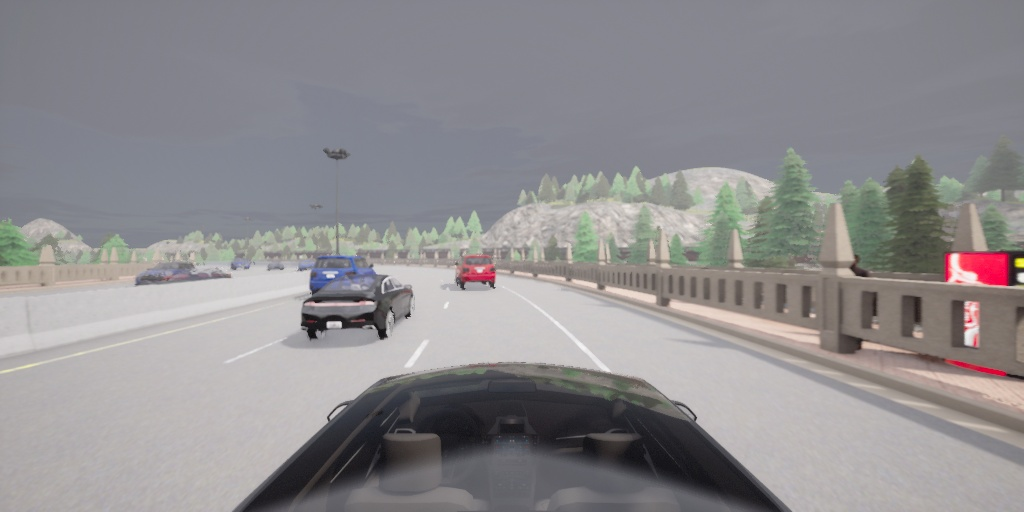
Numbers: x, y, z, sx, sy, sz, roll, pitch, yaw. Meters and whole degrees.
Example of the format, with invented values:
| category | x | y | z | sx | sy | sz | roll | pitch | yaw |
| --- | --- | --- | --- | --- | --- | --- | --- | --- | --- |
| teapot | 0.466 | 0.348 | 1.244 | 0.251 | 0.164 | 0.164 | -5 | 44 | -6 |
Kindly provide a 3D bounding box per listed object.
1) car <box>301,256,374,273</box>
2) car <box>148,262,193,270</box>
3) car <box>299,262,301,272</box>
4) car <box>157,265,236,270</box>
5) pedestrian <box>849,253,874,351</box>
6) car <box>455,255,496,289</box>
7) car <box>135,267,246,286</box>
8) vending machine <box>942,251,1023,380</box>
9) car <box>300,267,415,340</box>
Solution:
| category | x | y | z | sx | sy | sz | roll | pitch | yaw |
| --- | --- | --- | --- | --- | --- | --- | --- | --- | --- |
| car | -8.677 | 1.002 | 18.805 | 2.150 | 2.045 | 5.566 | 0 | 0 | -10 |
| car | -25.252 | 1.244 | 26.502 | 2.097 | 1.767 | 4.553 | 0 | 0 | -19 |
| car | -29.571 | 1.441 | 51.620 | 1.882 | 1.535 | 5.008 | -1 | 0 | -33 |
| car | -20.819 | 1.458 | 23.915 | 1.895 | 1.301 | 4.718 | 0 | 0 | -16 |
| pedestrian | 6.585 | 0.861 | 6.929 | 0.375 | 1.860 | 0.375 | -1 | 1 | -3 |
| car | -2.479 | 0.970 | 23.574 | 2.150 | 2.045 | 5.566 | 0 | 0 | -13 |
| car | -15.885 | 1.419 | 18.030 | 1.895 | 1.301 | 4.718 | 0 | 0 | -11 |
| vending machine | 7.809 | 0.912 | 5.629 | 1.100 | 2.100 | 0.880 | 0 | 0 | -2 |
| car | -4.000 | 1.250 | 10.042 | 2.128 | 1.511 | 4.902 | 0 | 0 | -5 |
